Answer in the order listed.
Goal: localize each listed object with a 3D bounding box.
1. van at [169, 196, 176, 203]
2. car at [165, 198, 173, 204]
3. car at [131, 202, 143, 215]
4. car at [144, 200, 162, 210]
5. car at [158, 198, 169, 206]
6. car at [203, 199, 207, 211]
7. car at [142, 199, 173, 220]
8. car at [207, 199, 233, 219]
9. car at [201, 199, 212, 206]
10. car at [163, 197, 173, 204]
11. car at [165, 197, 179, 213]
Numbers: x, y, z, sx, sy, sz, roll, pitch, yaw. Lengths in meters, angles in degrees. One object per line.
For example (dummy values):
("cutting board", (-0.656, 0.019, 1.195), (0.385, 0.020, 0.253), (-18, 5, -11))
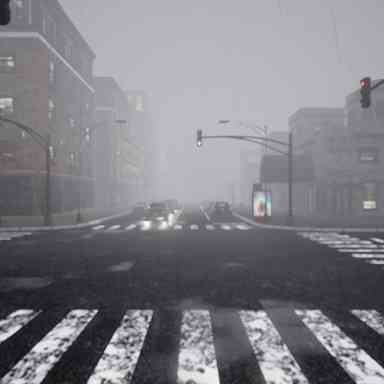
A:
("van", (-5.607, 2.025, 94.088), (1.690, 1.788, 3.998), (-1, 0, 0))
("car", (-5.617, 2.114, 82.523), (1.752, 1.417, 4.829), (-1, 0, 0))
("car", (-5.660, 1.796, 37.122), (2.008, 1.369, 4.403), (0, 0, 0))
("car", (-5.649, 1.878, 48.515), (2.008, 1.369, 4.403), (0, 0, 0))
("car", (-5.633, 1.980, 65.434), (1.752, 1.417, 4.829), (0, 0, 0))
("car", (2.726, 1.869, 42.822), (1.802, 1.307, 4.206), (0, 0, 0))
("car", (-3.072, 1.704, 30.564), (1.837, 1.490, 4.892), (0, 0, 0))
("car", (2.714, 1.646, 31.430), (1.967, 1.590, 4.097), (0, 0, 0))
("car", (2.748, 2.007, 65.609), (2.008, 1.369, 4.403), (-1, 0, 0))
("car", (-5.623, 1.985, 76.997), (1.967, 1.590, 4.097), (0, 0, 0))
("car", (-3.061, 1.762, 40.549), (2.128, 1.511, 4.902), (0, 0, 0))
